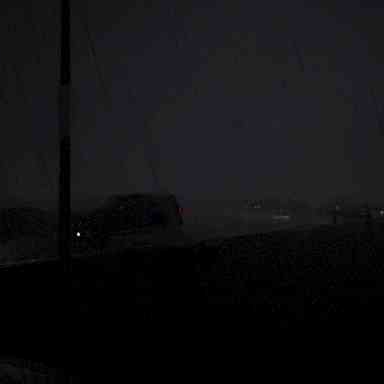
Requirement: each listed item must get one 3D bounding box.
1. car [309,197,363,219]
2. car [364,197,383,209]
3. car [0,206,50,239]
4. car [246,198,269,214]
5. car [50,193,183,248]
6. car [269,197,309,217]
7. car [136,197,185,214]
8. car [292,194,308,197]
[{"bbox_3d":[12.255,1.259,28.186,4.553,1.767,2.097,0,1,-42],"label":"car"},{"bbox_3d":[25.041,1.435,44.021,4.674,1.442,1.812,0,0,-41],"label":"car"},{"bbox_3d":[-8.111,1.369,14.742,4.674,1.442,1.812,-1,1,-42],"label":"car"},{"bbox_3d":[7.381,1.342,33.224,4.892,1.490,1.837,0,1,-42],"label":"car"},{"bbox_3d":[-2.934,1.099,14.673,5.566,2.045,2.150,-1,1,-42],"label":"car"},{"bbox_3d":[9.257,1.435,30.209,4.181,1.385,1.994,0,1,-42],"label":"car"},{"bbox_3d":[-3.116,1.284,33.260,4.674,1.442,1.812,0,0,-42],"label":"car"},{"bbox_3d":[15.945,1.142,50.039,4.553,1.767,2.097,0,1,-41],"label":"car"}]
